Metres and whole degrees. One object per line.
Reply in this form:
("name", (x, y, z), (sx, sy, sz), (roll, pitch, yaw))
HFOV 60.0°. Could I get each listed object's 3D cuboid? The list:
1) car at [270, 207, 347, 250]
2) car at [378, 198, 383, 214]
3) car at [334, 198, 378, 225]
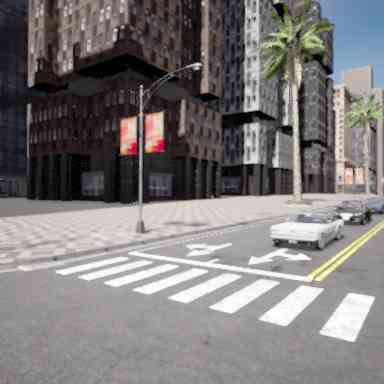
("car", (5.000, 1.522, 14.192), (1.895, 1.301, 4.718), (0, 0, 35))
("car", (17.063, 1.268, 31.261), (2.033, 1.411, 5.357), (0, 1, 36))
("car", (10.931, 1.325, 22.594), (2.128, 1.511, 4.902), (0, 0, 35))
